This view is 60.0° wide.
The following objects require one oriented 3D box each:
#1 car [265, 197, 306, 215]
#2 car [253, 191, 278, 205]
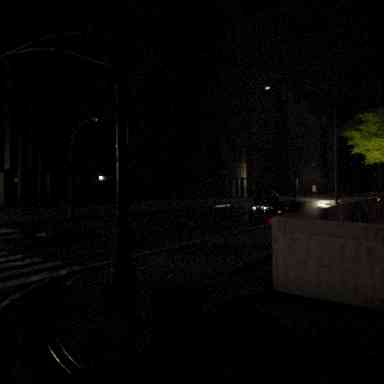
[{"bbox_3d":[8.424,1.321,28.973,1.895,1.301,4.718,0,0,35],"label":"car"},{"bbox_3d":[11.084,0.825,49.735,2.150,2.045,5.566,0,0,35],"label":"car"}]
